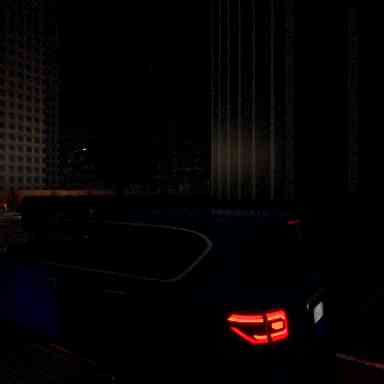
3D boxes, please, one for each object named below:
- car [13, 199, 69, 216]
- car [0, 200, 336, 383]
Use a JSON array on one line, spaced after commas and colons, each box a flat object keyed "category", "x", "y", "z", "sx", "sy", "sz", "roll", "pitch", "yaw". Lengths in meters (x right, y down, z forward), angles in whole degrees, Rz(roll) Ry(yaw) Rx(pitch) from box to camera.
[{"category": "car", "x": -15.443, "y": 1.533, "z": 34.374, "sx": 1.882, "sy": 1.535, "sz": 5.008, "roll": 0, "pitch": 0, "yaw": 35}, {"category": "car", "x": -0.992, "y": 1.221, "z": 4.694, "sx": 5.566, "sy": 2.045, "sz": 2.150, "roll": 0, "pitch": 0, "yaw": 35}]
